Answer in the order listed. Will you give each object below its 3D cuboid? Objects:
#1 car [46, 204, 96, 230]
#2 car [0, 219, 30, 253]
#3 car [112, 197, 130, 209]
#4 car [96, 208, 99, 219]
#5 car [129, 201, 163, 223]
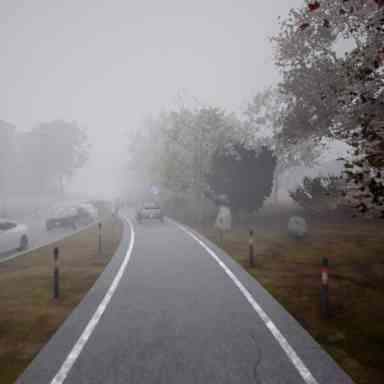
[{"bbox_3d":[-8.564,1.737,23.351,2.097,1.535,5.008,-1,0,-3],"label":"car"},{"bbox_3d":[-7.996,1.783,12.832,2.002,1.452,4.674,0,0,-1],"label":"car"},{"bbox_3d":[-8.883,1.315,42.081,1.895,1.301,4.718,-1,2,-22],"label":"car"},{"bbox_3d":[-9.395,1.803,29.439,2.002,1.452,4.674,1,0,-9],"label":"car"},{"bbox_3d":[-3.394,1.477,25.646,2.128,1.511,4.902,-1,0,-14],"label":"car"}]
